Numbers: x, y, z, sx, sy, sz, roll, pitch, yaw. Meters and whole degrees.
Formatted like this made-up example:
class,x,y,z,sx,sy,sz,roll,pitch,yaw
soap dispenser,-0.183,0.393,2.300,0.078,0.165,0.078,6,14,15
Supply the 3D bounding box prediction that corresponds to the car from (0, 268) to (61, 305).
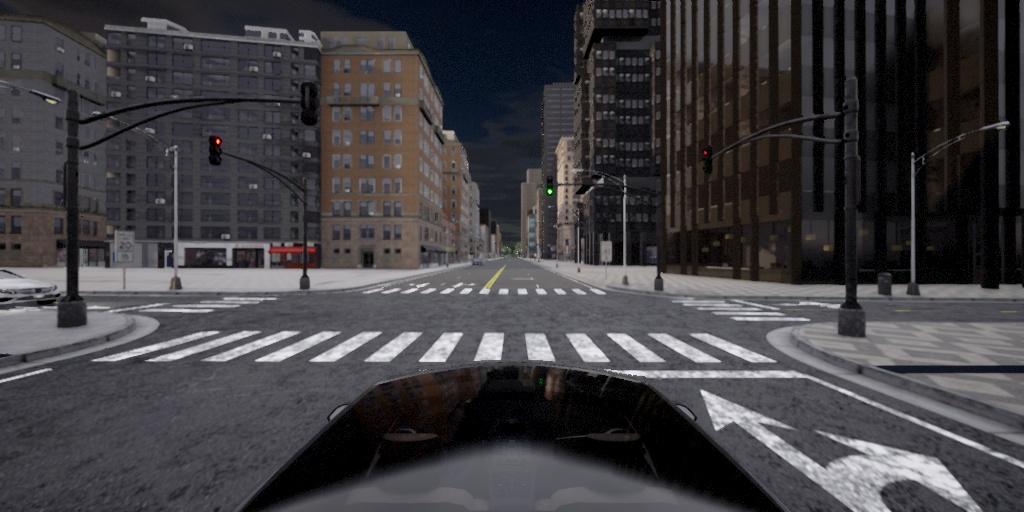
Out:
class,x,y,z,sx,sy,sz,roll,pitch,yaw
car,-19.327,1.124,12.906,4.674,1.442,1.812,1,0,0
